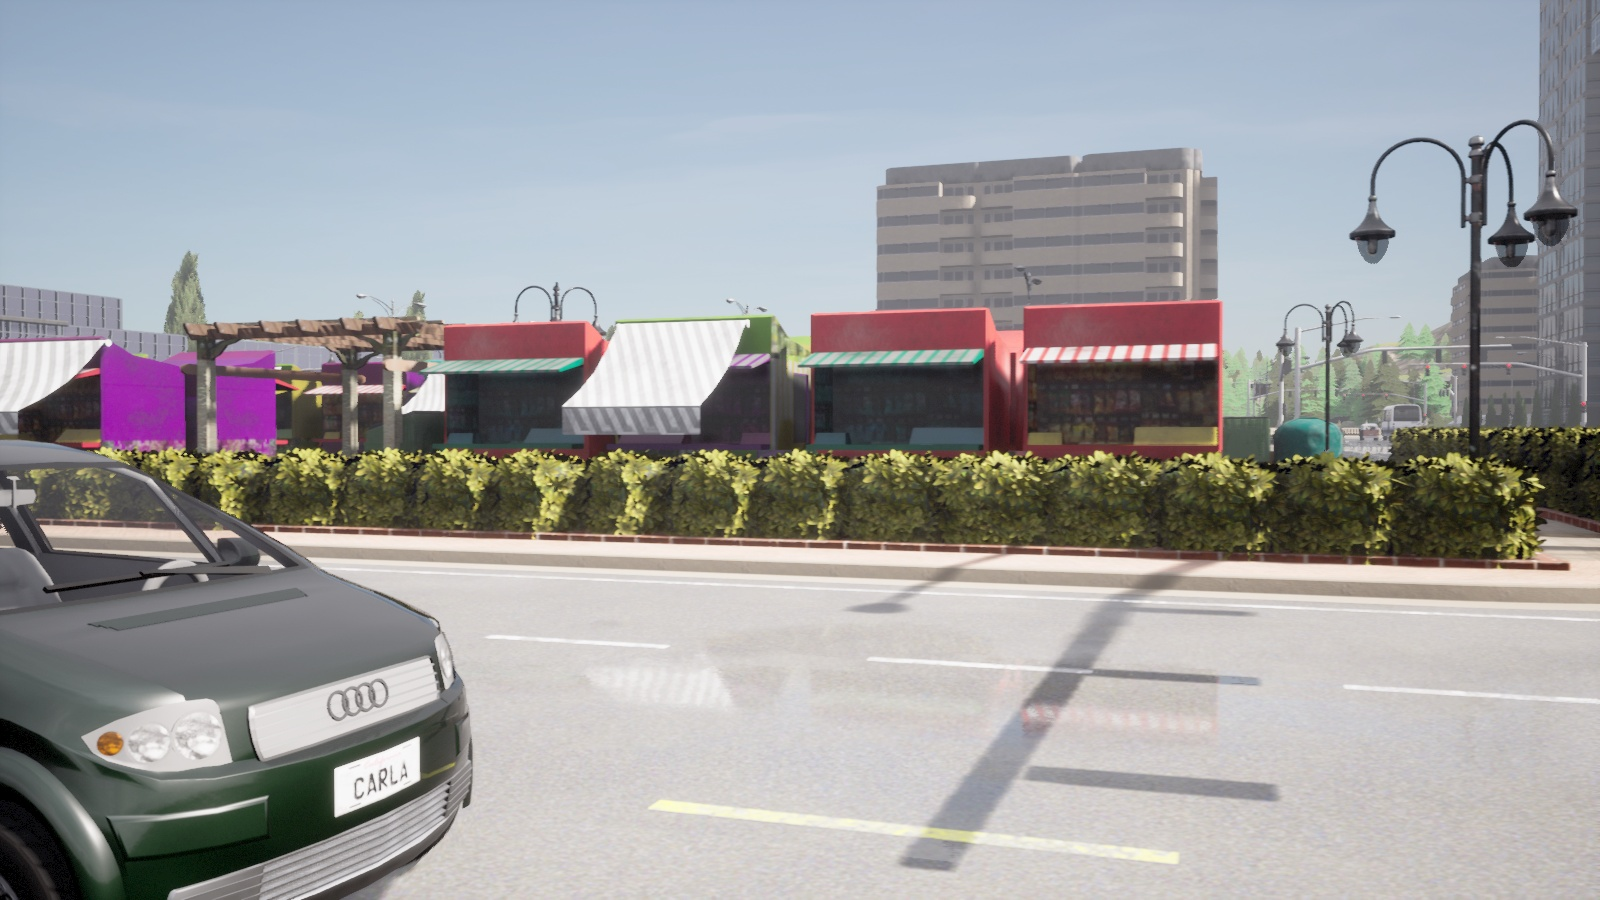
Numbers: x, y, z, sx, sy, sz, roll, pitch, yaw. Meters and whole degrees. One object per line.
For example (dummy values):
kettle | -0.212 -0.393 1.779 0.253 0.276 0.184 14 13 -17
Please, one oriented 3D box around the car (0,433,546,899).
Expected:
car | -2.939 0.719 4.181 3.705 1.549 1.789 0 1 19
